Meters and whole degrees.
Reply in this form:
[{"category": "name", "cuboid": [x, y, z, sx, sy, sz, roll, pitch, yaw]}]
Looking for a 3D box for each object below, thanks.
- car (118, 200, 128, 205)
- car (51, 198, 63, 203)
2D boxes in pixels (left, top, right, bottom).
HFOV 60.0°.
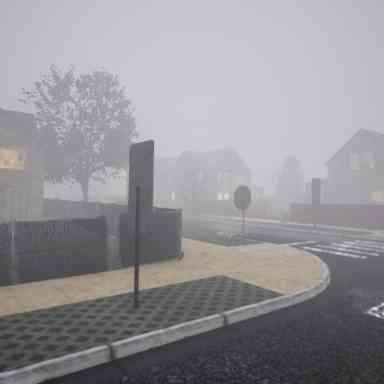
[{"category": "car", "cuboid": [-4.961, 1.413, 26.711, 1.812, 1.442, 4.674, 2, -1, -37]}, {"category": "car", "cuboid": [-18.109, 1.407, 44.511, 1.895, 1.301, 4.718, 2, -1, -36]}]
